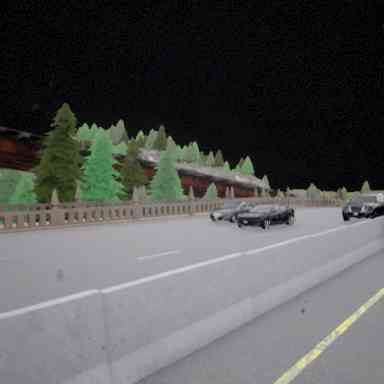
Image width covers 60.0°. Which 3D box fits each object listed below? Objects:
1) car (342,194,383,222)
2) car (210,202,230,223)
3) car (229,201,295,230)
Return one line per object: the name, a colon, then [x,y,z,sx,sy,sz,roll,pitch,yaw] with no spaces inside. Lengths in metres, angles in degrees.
car: [13.351,1.163,25.392,2.150,2.045,5.566,0,0,42]
car: [3.328,1.474,24.772,2.128,1.511,4.902,0,0,42]
car: [4.783,1.456,21.170,1.882,1.535,5.008,0,0,42]
